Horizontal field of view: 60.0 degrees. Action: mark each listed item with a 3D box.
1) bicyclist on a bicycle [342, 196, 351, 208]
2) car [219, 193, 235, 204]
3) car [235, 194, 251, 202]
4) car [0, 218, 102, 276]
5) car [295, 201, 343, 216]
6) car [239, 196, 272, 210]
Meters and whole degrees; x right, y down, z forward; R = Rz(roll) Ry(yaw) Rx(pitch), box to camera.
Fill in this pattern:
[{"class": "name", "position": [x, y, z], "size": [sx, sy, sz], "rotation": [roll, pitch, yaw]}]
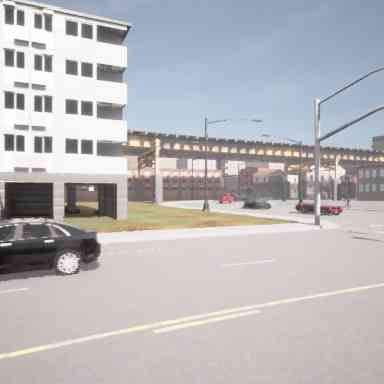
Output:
[{"class": "bicyclist on a bicycle", "position": [20.164, 1.310, 43.355], "size": [1.656, 1.620, 0.582], "rotation": [0, 0, -25]}, {"class": "car", "position": [6.652, 1.227, 65.721], "size": [2.150, 2.045, 5.566], "rotation": [0, 0, 11]}, {"class": "car", "position": [11.235, 1.533, 75.426], "size": [2.128, 1.511, 4.902], "rotation": [0, 0, 41]}, {"class": "car", "position": [-4.950, 1.504, 8.947], "size": [4.892, 1.490, 1.837], "rotation": [0, 0, -30]}, {"class": "car", "position": [12.714, 1.606, 33.443], "size": [1.895, 1.301, 4.718], "rotation": [0, 0, -25]}, {"class": "car", "position": [8.341, 1.568, 42.755], "size": [1.994, 1.385, 4.181], "rotation": [0, 0, -25]}]
